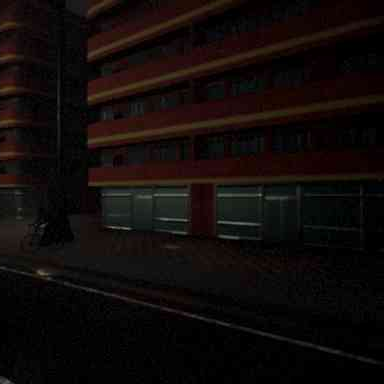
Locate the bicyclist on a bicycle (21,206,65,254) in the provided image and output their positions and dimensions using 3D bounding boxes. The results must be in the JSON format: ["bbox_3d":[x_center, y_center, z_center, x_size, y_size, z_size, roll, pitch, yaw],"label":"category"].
[{"bbox_3d":[-5.221,1.313,11.760,0.582,1.620,1.656,0,-1,35],"label":"bicyclist on a bicycle"}]
